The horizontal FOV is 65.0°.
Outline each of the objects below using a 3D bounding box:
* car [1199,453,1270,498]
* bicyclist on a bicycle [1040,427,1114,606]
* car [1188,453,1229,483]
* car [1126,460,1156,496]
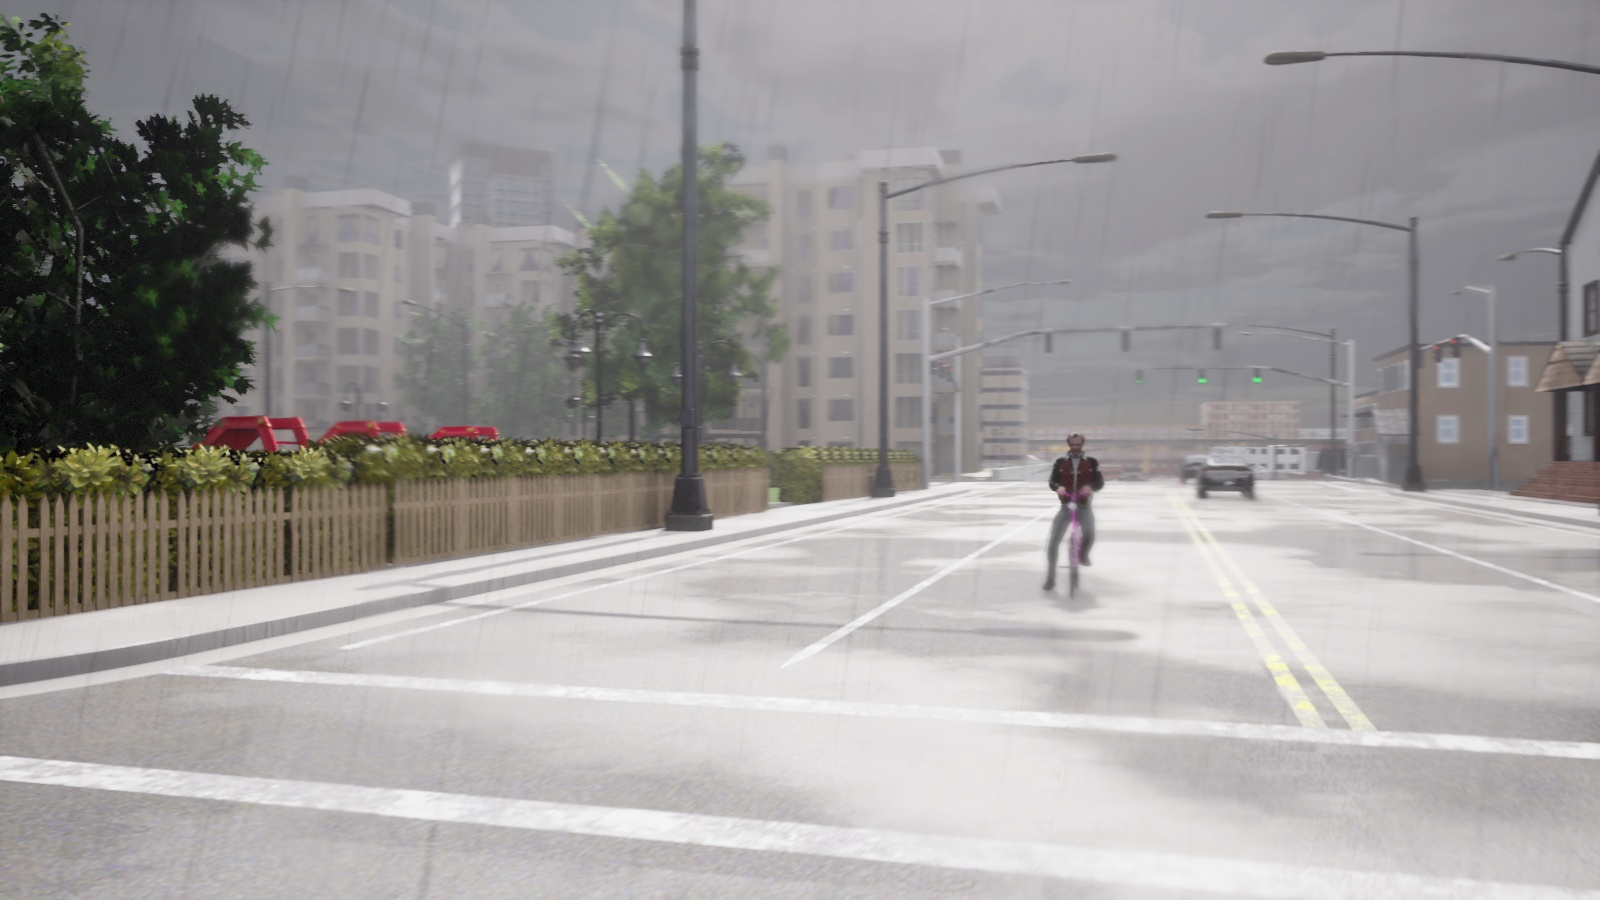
[{"bbox_3d":[15.449,0.867,44.876,2.128,1.511,4.902,0,0,16],"label":"car"},{"bbox_3d":[2.989,0.673,13.461,0.659,1.776,1.843,0,-1,16],"label":"bicyclist on a bicycle"},{"bbox_3d":[21.123,0.925,65.080,1.837,1.490,4.892,-1,0,16],"label":"car"},{"bbox_3d":[22.734,1.875,83.740,1.905,1.878,3.866,0,-9,16],"label":"car"}]
